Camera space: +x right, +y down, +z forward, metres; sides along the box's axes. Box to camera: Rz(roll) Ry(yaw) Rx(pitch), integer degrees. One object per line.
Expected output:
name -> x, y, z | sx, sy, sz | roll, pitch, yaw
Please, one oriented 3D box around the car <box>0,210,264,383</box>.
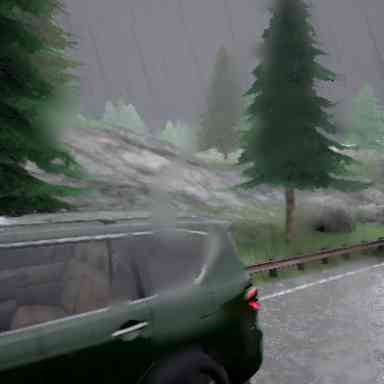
car -> -1.872, 1.226, 2.642 | 5.566, 2.045, 2.150 | 0, 0, -35
